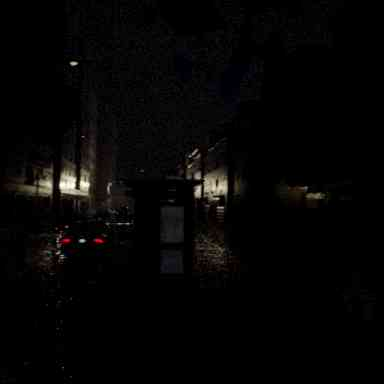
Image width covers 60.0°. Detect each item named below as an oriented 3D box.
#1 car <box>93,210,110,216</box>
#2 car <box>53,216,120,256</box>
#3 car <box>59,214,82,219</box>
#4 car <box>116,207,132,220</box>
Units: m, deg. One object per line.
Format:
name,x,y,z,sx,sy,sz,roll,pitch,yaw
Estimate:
car,-12.112,3.079,44.907,2.033,1.411,5.357,1,-2,-9
car,-4.682,2.049,15.487,2.033,1.411,5.357,1,-2,-9
car,-9.246,2.379,25.731,1.994,1.385,4.181,1,-2,-9
car,-9.523,2.931,46.850,2.097,1.767,4.553,1,-2,-9
